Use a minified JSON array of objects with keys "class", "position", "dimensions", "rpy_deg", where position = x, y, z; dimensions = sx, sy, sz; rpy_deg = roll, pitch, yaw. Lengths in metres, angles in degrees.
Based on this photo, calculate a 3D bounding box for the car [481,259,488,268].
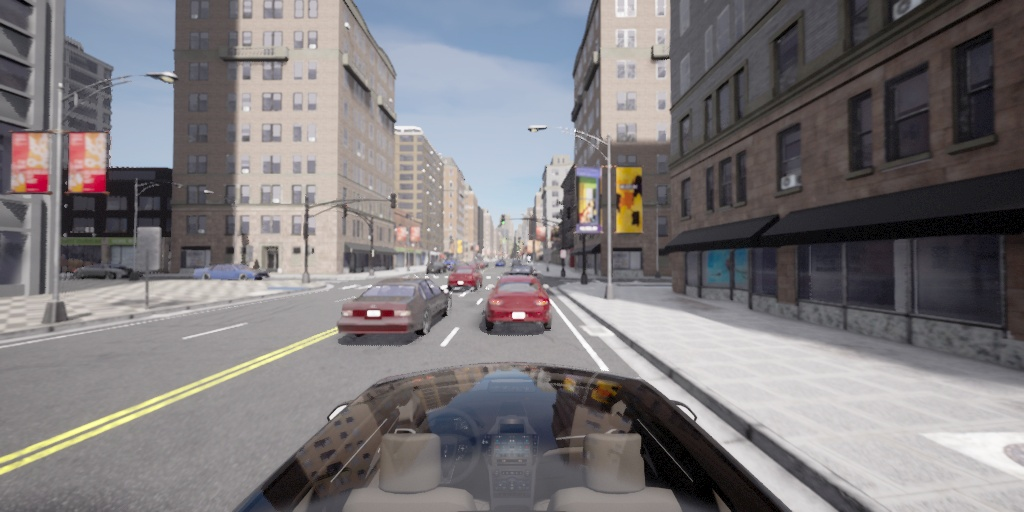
[{"class":"car","position":[-5.869,1.366,62.154],"dimensions":[2.097,1.767,4.553],"rpy_deg":[0,0,1]}]

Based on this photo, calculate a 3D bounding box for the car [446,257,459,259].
[{"class":"car","position":[-9.237,1.205,55.070],"dimensions":[2.150,2.045,5.566],"rpy_deg":[0,0,0]}]

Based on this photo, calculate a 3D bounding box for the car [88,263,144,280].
[{"class":"car","position":[-32.522,1.290,28.930],"dimensions":[4.181,1.385,1.994],"rpy_deg":[0,-1,1]}]

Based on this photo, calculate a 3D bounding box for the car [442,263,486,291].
[{"class":"car","position":[-2.920,1.376,22.871],"dimensions":[1.812,1.442,4.674],"rpy_deg":[0,0,1]}]

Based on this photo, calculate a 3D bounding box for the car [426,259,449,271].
[{"class":"car","position":[-9.355,1.420,44.896],"dimensions":[1.882,1.535,5.008],"rpy_deg":[0,0,1]}]

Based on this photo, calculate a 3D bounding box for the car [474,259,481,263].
[{"class":"car","position":[-6.019,1.500,52.276],"dimensions":[1.812,1.442,4.674],"rpy_deg":[0,0,1]}]

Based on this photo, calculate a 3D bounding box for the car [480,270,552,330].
[{"class":"car","position":[0.197,1.323,11.231],"dimensions":[1.812,1.442,4.674],"rpy_deg":[0,0,1]}]

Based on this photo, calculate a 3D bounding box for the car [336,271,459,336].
[{"class":"car","position":[-3.071,1.340,10.522],"dimensions":[2.033,1.411,5.357],"rpy_deg":[0,0,1]}]

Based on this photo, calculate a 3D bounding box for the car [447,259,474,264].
[{"class":"car","position":[-6.125,1.413,43.071],"dimensions":[1.882,1.535,5.008],"rpy_deg":[0,0,0]}]

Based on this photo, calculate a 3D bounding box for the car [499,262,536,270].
[{"class":"car","position":[0.772,1.343,22.527],"dimensions":[2.128,1.511,4.902],"rpy_deg":[0,0,8]}]

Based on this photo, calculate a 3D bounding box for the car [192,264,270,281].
[{"class":"car","position":[-22.551,1.320,28.875],"dimensions":[5.357,1.411,2.033],"rpy_deg":[0,-1,3]}]
